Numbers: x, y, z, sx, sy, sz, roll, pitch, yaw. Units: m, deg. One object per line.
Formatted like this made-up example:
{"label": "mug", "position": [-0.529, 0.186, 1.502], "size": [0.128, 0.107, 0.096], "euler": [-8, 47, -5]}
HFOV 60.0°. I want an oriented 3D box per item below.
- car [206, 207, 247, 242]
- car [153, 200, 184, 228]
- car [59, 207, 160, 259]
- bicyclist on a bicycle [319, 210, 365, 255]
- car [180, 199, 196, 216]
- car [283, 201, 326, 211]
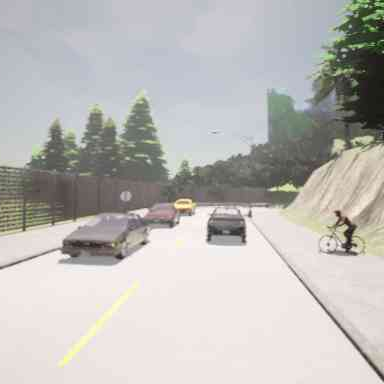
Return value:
{"label": "car", "position": [1.754, 1.532, 16.860], "size": [2.128, 1.511, 4.902], "euler": [1, 0, 6]}
{"label": "car", "position": [-1.887, 1.481, 22.214], "size": [1.812, 1.442, 4.674], "euler": [1, 0, 6]}
{"label": "car", "position": [-2.906, 1.479, 12.614], "size": [2.033, 1.411, 5.357], "euler": [1, 0, 6]}
{"label": "bicyclist on a bicycle", "position": [5.497, 1.478, 12.191], "size": [1.656, 1.620, 0.582], "euler": [1, 0, 6]}
{"label": "car", "position": [-0.762, 1.458, 32.626], "size": [1.882, 1.535, 5.008], "euler": [1, 0, 6]}
{"label": "car", "position": [15.047, 1.899, 44.579], "size": [5.357, 1.411, 2.033], "euler": [1, 0, 7]}
